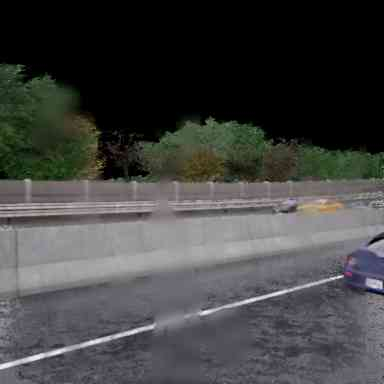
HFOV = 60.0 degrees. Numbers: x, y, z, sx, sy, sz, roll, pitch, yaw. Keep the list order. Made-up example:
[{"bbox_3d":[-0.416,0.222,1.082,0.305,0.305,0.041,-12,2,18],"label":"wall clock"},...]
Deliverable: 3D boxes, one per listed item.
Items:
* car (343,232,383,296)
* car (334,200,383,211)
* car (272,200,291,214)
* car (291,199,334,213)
[{"bbox_3d":[5.244,1.530,7.488,4.674,1.442,1.812,0,0,-36],"label":"car"},{"bbox_3d":[14.068,1.430,26.924,4.902,1.511,2.128,-1,1,-35],"label":"car"},{"bbox_3d":[9.892,1.465,32.544,4.674,1.442,1.812,-1,1,-35],"label":"car"},{"bbox_3d":[11.263,1.427,29.223,5.008,1.535,1.882,-1,1,-35],"label":"car"}]
